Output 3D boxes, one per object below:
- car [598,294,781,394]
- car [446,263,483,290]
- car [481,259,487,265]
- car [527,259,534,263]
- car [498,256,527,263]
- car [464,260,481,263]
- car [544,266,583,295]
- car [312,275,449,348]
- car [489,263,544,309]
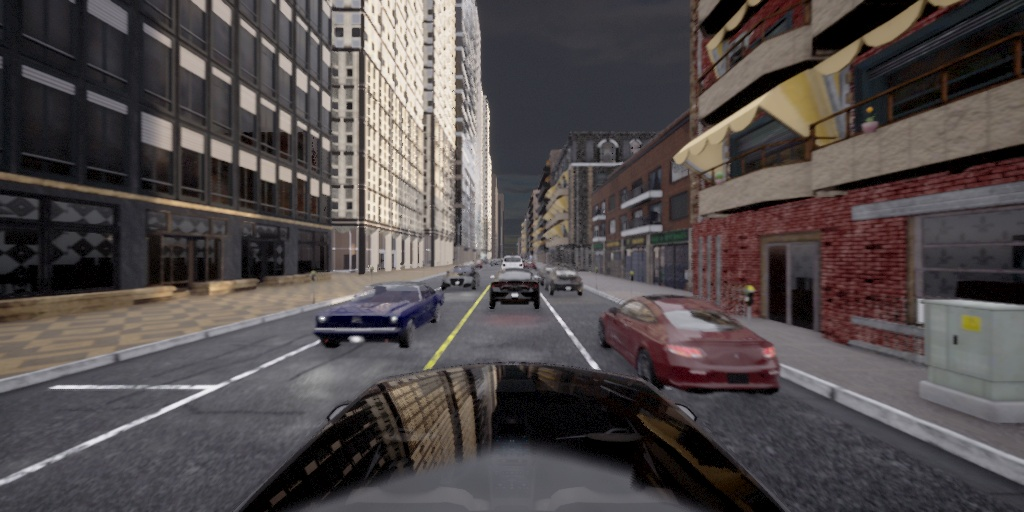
[{"bbox_3d":[2.741,1.335,6.418,1.802,1.307,4.207,0,0,0],"label":"car"},{"bbox_3d":[-3.072,1.324,22.294,1.994,1.385,4.181,0,0,1],"label":"car"},{"bbox_3d":[-5.684,1.335,58.875,1.888,1.381,4.507,0,0,0],"label":"car"},{"bbox_3d":[2.696,1.367,53.226,1.802,1.307,4.207,0,0,0],"label":"car"},{"bbox_3d":[0.070,0.994,36.116,2.150,2.045,5.566,0,0,0],"label":"car"},{"bbox_3d":[-5.685,1.329,47.578,2.007,1.370,4.403,0,0,0],"label":"car"},{"bbox_3d":[2.692,1.310,19.335,2.007,1.370,4.403,0,0,0],"label":"car"},{"bbox_3d":[-3.096,1.354,9.353,1.895,1.301,4.718,0,0,0],"label":"car"},{"bbox_3d":[0.101,1.234,15.074,1.882,1.535,5.008,0,0,0],"label":"car"}]
